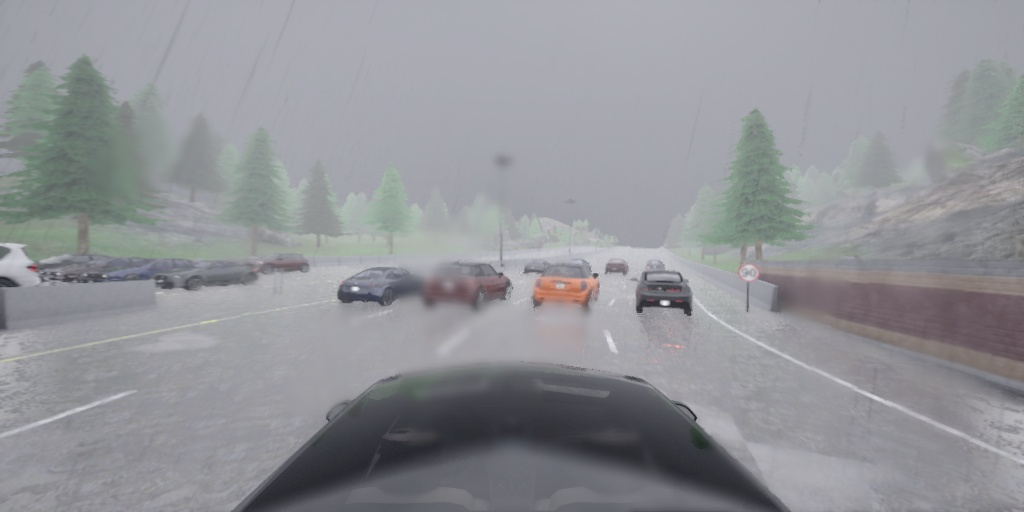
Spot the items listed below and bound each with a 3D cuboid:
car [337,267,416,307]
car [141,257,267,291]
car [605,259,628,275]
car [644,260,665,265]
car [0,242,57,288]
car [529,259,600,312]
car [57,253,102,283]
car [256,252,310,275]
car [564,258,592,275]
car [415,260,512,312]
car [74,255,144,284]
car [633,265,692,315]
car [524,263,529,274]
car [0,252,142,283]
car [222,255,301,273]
[{"bbox_3d":[-4.955,1.128,14.535,1.994,1.385,4.181,1,0,16],"label":"car"},{"bbox_3d":[-15.161,0.931,17.969,1.994,1.385,4.181,1,0,17],"label":"car"},{"bbox_3d":[10.485,1.011,35.787,1.882,1.535,5.008,1,1,21],"label":"car"},{"bbox_3d":[14.582,1.124,36.658,2.033,1.411,5.357,1,1,21],"label":"car"},{"bbox_3d":[-16.946,0.553,9.524,2.150,2.045,5.566,1,0,9],"label":"car"},{"bbox_3d":[2.371,1.072,14.596,2.097,1.767,4.553,1,0,18],"label":"car"},{"bbox_3d":[-21.869,0.726,19.961,2.033,1.411,5.357,1,0,17],"label":"car"},{"bbox_3d":[-18.722,0.516,28.667,2.097,1.767,4.553,1,1,22],"label":"car"},{"bbox_3d":[6.541,1.007,35.312,1.812,1.442,4.674,1,1,21],"label":"car"},{"bbox_3d":[-1.505,0.993,13.902,2.097,1.767,4.553,2,0,16],"label":"car"},{"bbox_3d":[-18.515,0.803,18.965,2.033,1.411,5.357,1,0,17],"label":"car"},{"bbox_3d":[5.841,1.298,14.125,1.837,1.490,4.892,0,0,19],"label":"car"},{"bbox_3d":[2.651,0.991,34.970,1.994,1.385,4.181,1,1,21],"label":"car"},{"bbox_3d":[-25.275,0.581,20.777,1.882,1.535,5.008,1,0,17],"label":"car"},{"bbox_3d":[-21.525,0.627,31.112,2.033,1.411,5.357,1,1,21],"label":"car"}]
